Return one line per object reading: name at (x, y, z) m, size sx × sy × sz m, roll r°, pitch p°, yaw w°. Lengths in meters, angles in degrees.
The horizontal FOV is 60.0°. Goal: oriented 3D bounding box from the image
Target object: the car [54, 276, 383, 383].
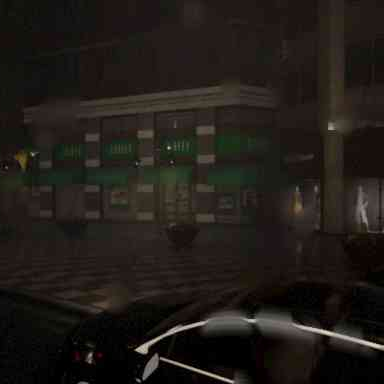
car at (0.839, 1.503, 2.686) m, size 4.892 × 1.490 × 1.837 m, roll 0°, pitch 0°, yaw 36°
